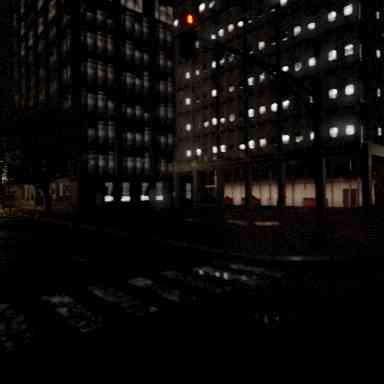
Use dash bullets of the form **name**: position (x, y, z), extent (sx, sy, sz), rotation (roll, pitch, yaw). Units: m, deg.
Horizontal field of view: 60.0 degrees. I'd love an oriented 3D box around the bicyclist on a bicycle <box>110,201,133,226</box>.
- **bicyclist on a bicycle**: position (-4.565, 1.400, 21.550), extent (1.656, 1.620, 0.582), rotation (-1, 0, -40)
